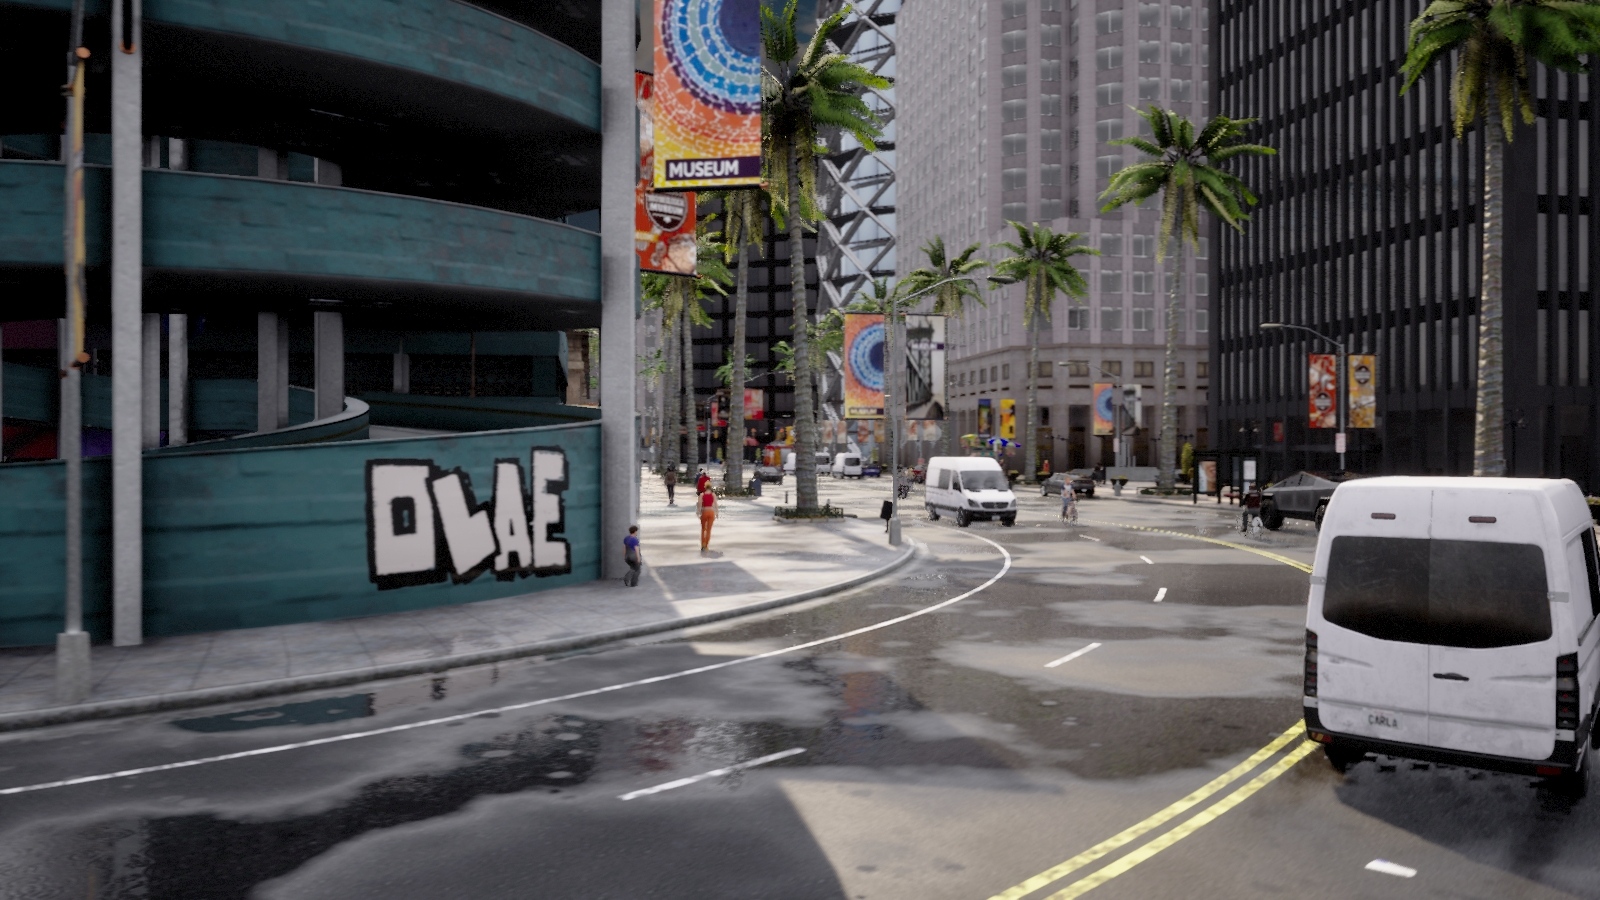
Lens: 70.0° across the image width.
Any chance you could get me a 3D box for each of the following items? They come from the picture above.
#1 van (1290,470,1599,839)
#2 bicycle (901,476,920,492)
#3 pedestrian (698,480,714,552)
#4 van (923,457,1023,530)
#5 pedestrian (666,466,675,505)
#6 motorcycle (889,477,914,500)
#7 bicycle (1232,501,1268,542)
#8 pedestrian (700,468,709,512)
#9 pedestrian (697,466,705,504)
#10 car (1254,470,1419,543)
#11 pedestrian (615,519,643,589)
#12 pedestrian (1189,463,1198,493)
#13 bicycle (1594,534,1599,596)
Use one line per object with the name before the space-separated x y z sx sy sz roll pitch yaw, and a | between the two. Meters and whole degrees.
van | 6.671 1.537 11.245 1.988 2.561 5.915 0 0 37
bicycle | 7.483 2.290 77.534 0.859 1.080 1.487 0 0 -11
pedestrian | -2.449 1.711 29.815 0.375 1.860 0.375 0 0 -1
van | 6.495 1.552 43.735 1.988 2.561 5.915 0 0 -10
pedestrian | -6.265 1.724 55.346 0.375 1.860 0.375 0 0 -11
motorcycle | 5.917 2.234 66.556 0.867 1.251 2.209 0 0 -10
bicycle | 14.105 2.222 35.855 0.329 1.171 1.835 -1 0 -1
pedestrian | -4.086 1.722 48.784 0.375 1.860 0.375 0 0 -5
pedestrian | -4.935 1.724 56.851 0.375 1.860 0.375 0 0 -2
car | 17.533 1.765 37.806 2.390 2.098 6.274 0 0 -2
pedestrian | -3.300 1.987 22.009 0.375 1.300 0.375 0 0 42
pedestrian | 24.239 1.724 70.348 0.375 1.860 0.375 0 0 -10
bicycle | 15.320 2.215 21.293 0.329 1.171 1.835 0 0 18
